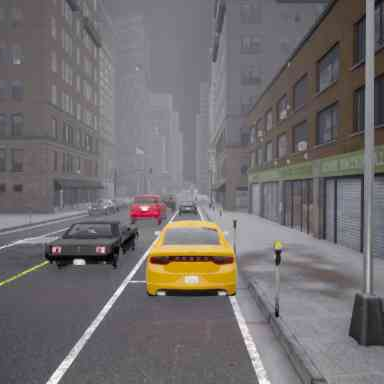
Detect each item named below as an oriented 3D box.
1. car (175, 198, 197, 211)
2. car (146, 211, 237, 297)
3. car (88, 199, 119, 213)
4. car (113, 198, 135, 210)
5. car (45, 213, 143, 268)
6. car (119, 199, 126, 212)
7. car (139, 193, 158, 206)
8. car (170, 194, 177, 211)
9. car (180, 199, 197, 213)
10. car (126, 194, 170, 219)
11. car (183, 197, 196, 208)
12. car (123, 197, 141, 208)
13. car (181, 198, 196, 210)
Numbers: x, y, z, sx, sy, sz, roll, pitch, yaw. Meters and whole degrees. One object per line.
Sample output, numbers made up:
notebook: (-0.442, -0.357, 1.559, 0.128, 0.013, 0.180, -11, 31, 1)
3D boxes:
car: (-0.393, 1.565, 33.084, 1.947, 1.339, 4.313, -1, 0, 0)
car: (-0.005, 1.476, 8.651, 1.882, 1.535, 5.008, 0, 0, 0)
car: (-8.920, 1.440, 33.084, 1.967, 1.590, 4.097, -1, 0, 0)
car: (-8.918, 1.554, 44.095, 2.008, 1.369, 4.403, -1, 0, 0)
car: (-3.038, 1.599, 11.209, 1.895, 1.301, 4.718, 0, 0, 0)
car: (-8.918, 1.567, 38.589, 1.947, 1.339, 4.313, -1, 0, 0)
car: (-6.145, 1.077, 47.251, 2.097, 1.767, 4.553, 0, 0, 0)
car: (-3.048, 1.224, 40.167, 2.150, 2.045, 5.566, 0, 0, 0)
car: (-0.393, 1.546, 38.589, 1.887, 1.381, 4.507, -1, 0, 0)
car: (-3.145, 1.222, 24.754, 2.150, 2.045, 5.566, 0, 0, 0)
car: (-0.394, 1.550, 49.600, 1.887, 1.381, 4.507, -1, 0, 0)
car: (-8.918, 1.550, 49.600, 1.887, 1.381, 4.507, -1, 0, 0)
car: (-0.393, 1.548, 44.094, 1.887, 1.381, 4.507, -1, 0, 0)
